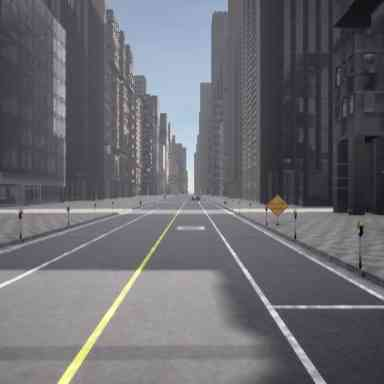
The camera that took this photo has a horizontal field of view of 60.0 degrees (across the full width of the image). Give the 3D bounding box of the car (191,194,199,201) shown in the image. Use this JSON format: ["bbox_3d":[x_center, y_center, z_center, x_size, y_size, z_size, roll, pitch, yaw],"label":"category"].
[{"bbox_3d":[0.897,1.434,89.645,2.097,1.767,4.553,0,0,0],"label":"car"}]

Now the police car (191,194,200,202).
[{"bbox_3d":[0.900,1.490,79.786,1.930,1.638,5.238,0,0,0],"label":"police car"}]

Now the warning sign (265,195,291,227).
[{"bbox_3d":[5.067,1.102,19.676,1.300,1.860,1.060,0,0,0],"label":"warning sign"}]
